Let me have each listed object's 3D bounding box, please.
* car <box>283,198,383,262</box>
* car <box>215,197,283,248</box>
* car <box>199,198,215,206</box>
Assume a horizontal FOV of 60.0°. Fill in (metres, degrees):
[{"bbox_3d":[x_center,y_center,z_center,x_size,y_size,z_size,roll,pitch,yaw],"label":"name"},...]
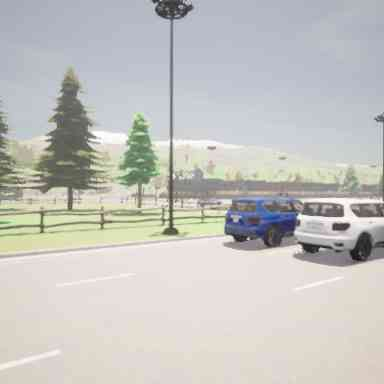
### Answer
[{"bbox_3d":[6.232,1.263,12.520,5.566,2.045,2.150,0,0,-35],"label":"car"},{"bbox_3d":[3.998,1.264,15.229,5.566,2.045,2.150,0,0,-35],"label":"car"},{"bbox_3d":[3.229,1.672,58.313,2.033,1.411,5.357,0,0,-35],"label":"car"}]
